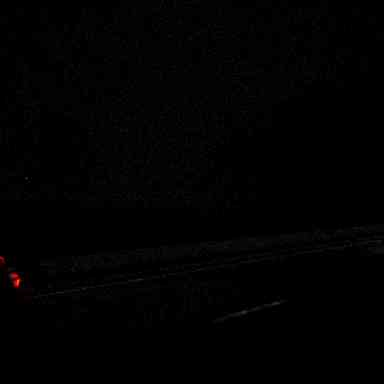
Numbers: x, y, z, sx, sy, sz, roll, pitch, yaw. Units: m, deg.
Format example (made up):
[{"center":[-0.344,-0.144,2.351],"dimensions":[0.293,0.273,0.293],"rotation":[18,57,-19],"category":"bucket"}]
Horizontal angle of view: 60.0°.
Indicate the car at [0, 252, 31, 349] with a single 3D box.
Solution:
[{"center":[-4.699,1.345,4.323],"dimensions":[4.553,1.767,2.097],"rotation":[0,0,-36],"category":"car"}]
